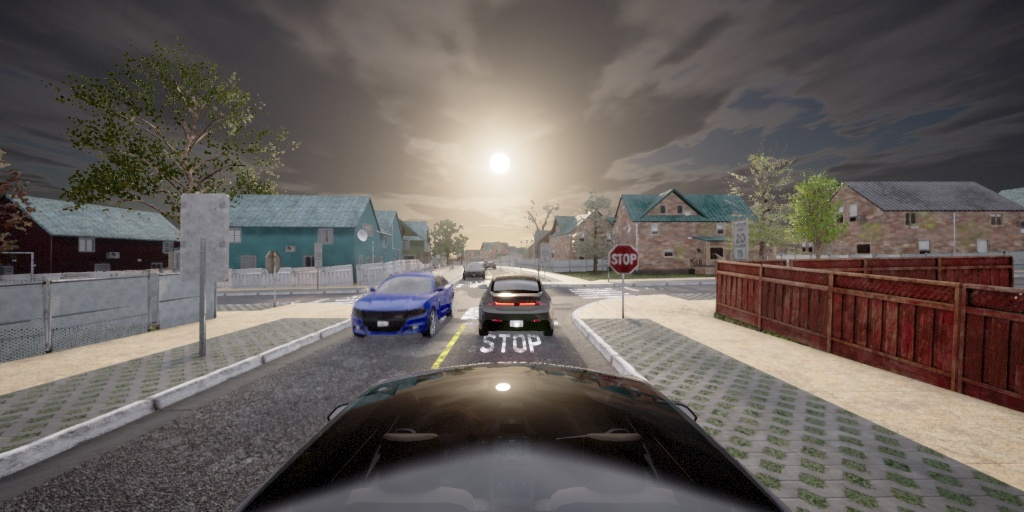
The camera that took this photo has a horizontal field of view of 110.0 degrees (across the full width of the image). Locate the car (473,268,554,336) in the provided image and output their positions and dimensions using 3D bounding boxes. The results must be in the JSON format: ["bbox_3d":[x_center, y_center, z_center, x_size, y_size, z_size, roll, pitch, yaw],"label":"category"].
[{"bbox_3d":[0.095,1.255,10.384,1.837,1.490,4.892,0,0,0],"label":"car"}]

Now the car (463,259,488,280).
[{"bbox_3d":[-3.336,1.309,32.251,1.882,1.535,5.008,0,0,-4],"label":"car"}]

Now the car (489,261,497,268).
[{"bbox_3d":[-3.842,1.538,62.024,1.812,1.442,4.674,0,-1,-10],"label":"car"}]

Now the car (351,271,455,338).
[{"bbox_3d":[-2.875,1.227,10.442,1.882,1.535,5.008,0,0,0],"label":"car"}]

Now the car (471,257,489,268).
[{"bbox_3d":[-4.538,1.131,46.705,2.150,2.045,5.566,0,-1,-7],"label":"car"}]
